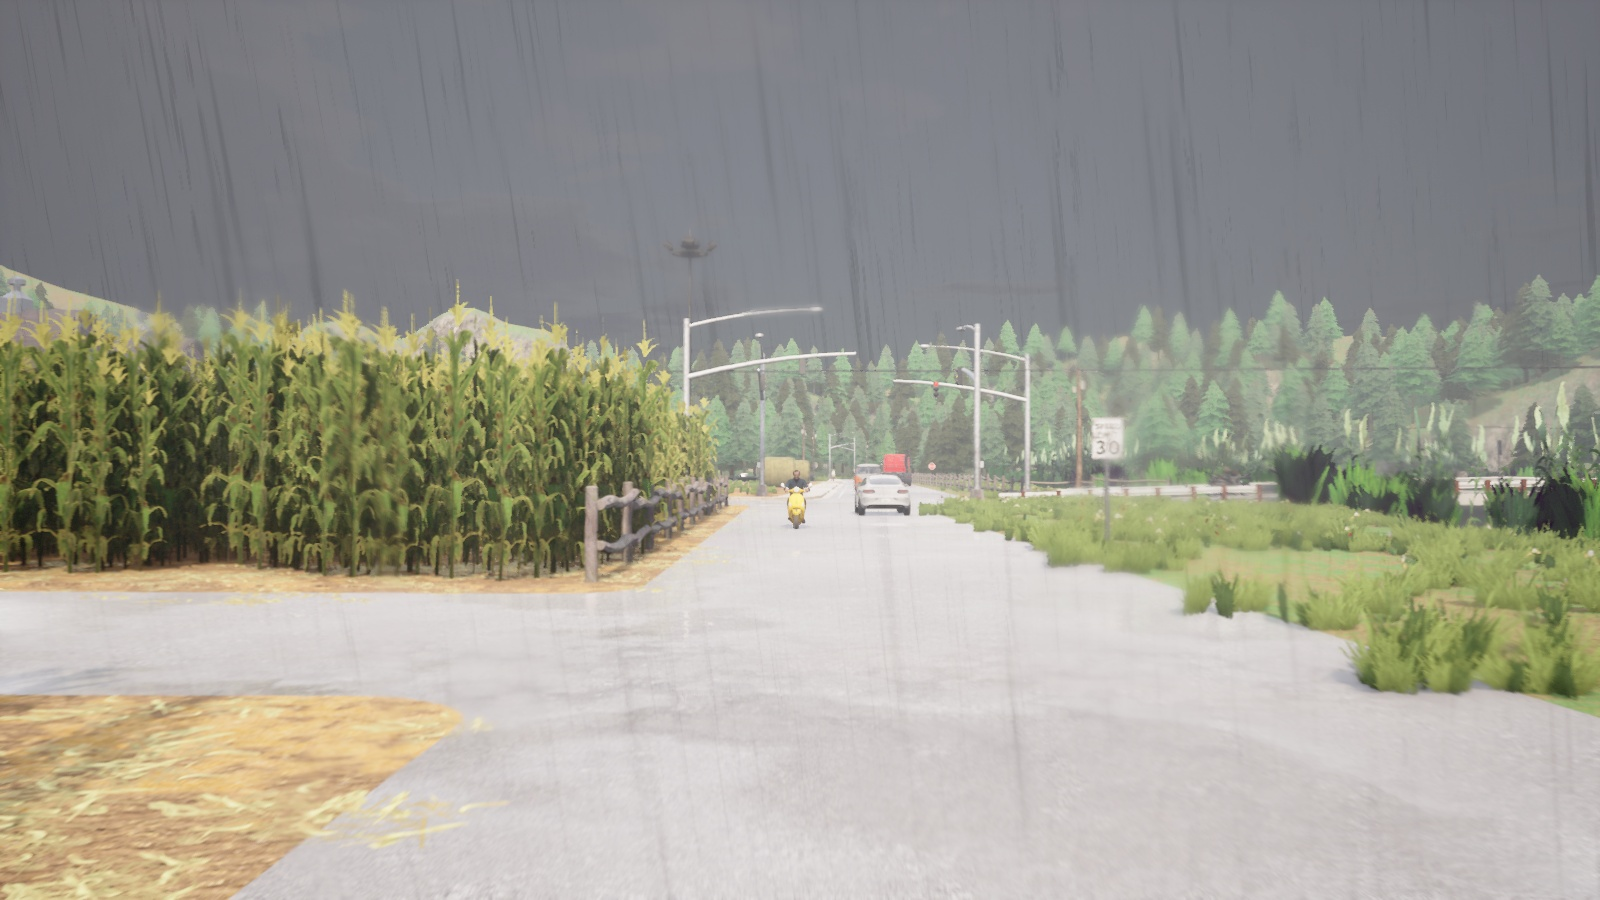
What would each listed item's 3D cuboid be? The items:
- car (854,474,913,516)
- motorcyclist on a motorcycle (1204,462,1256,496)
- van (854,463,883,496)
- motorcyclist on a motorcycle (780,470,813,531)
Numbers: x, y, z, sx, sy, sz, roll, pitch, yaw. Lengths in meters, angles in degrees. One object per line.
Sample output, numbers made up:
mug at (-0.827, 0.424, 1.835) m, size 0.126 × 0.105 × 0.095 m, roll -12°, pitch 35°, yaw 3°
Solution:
car at (2.988, 1.595, 45.761) m, size 1.812 × 1.442 × 4.674 m, roll 0°, pitch -1°, yaw 0°
motorcyclist on a motorcycle at (21.368, 1.438, 62.411) m, size 2.191 × 1.530 × 0.866 m, roll -3°, pitch -1°, yaw 5°
van at (4.326, 1.843, 79.318) m, size 1.775 × 1.987 × 4.442 m, roll 0°, pitch -1°, yaw 3°
motorcyclist on a motorcycle at (-0.084, 1.336, 33.921) m, size 0.866 × 1.590 × 1.817 m, roll 0°, pitch -1°, yaw 0°
